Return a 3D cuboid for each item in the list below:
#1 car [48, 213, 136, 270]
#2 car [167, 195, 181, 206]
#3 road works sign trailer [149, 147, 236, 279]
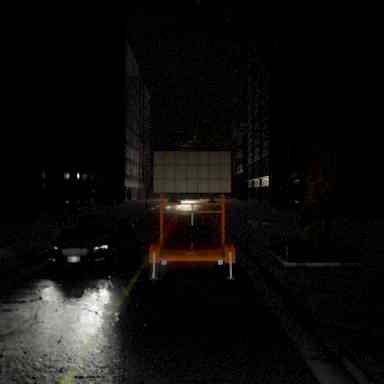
[{"bbox_3d":[-3.089,1.492,11.136,2.128,1.511,4.902,0,0,0],"label":"car"},{"bbox_3d":[-2.941,1.351,53.935,2.097,1.767,4.553,0,0,0],"label":"car"},{"bbox_3d":[0.011,0.464,10.002,2.380,3.560,2.880,0,0,0],"label":"road works sign trailer"}]
